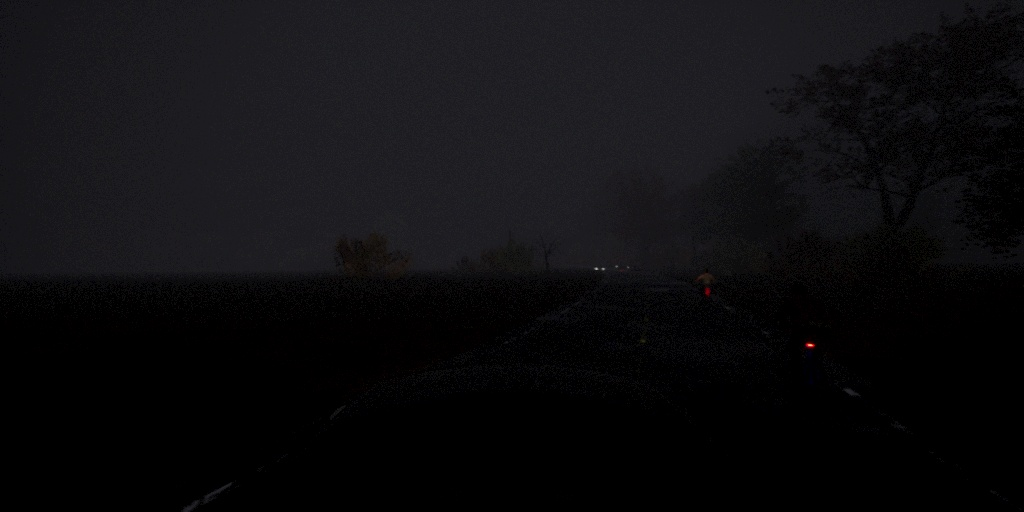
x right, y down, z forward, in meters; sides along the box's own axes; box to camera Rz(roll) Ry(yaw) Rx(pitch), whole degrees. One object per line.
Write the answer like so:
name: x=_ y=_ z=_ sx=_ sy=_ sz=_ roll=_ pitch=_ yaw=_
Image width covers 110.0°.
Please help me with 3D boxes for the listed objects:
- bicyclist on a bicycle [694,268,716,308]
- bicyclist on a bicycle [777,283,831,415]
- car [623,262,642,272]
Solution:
bicyclist on a bicycle: x=7.966 y=1.292 z=14.734 sx=0.866 sy=1.612 sz=1.509 roll=-1 pitch=-1 yaw=21
bicyclist on a bicycle: x=4.100 y=1.217 z=5.056 sx=0.582 sy=1.620 sz=1.656 roll=-1 pitch=-1 yaw=23
car: x=19.520 y=1.854 z=57.289 sx=2.033 sy=1.411 sz=5.357 roll=-1 pitch=-1 yaw=11
